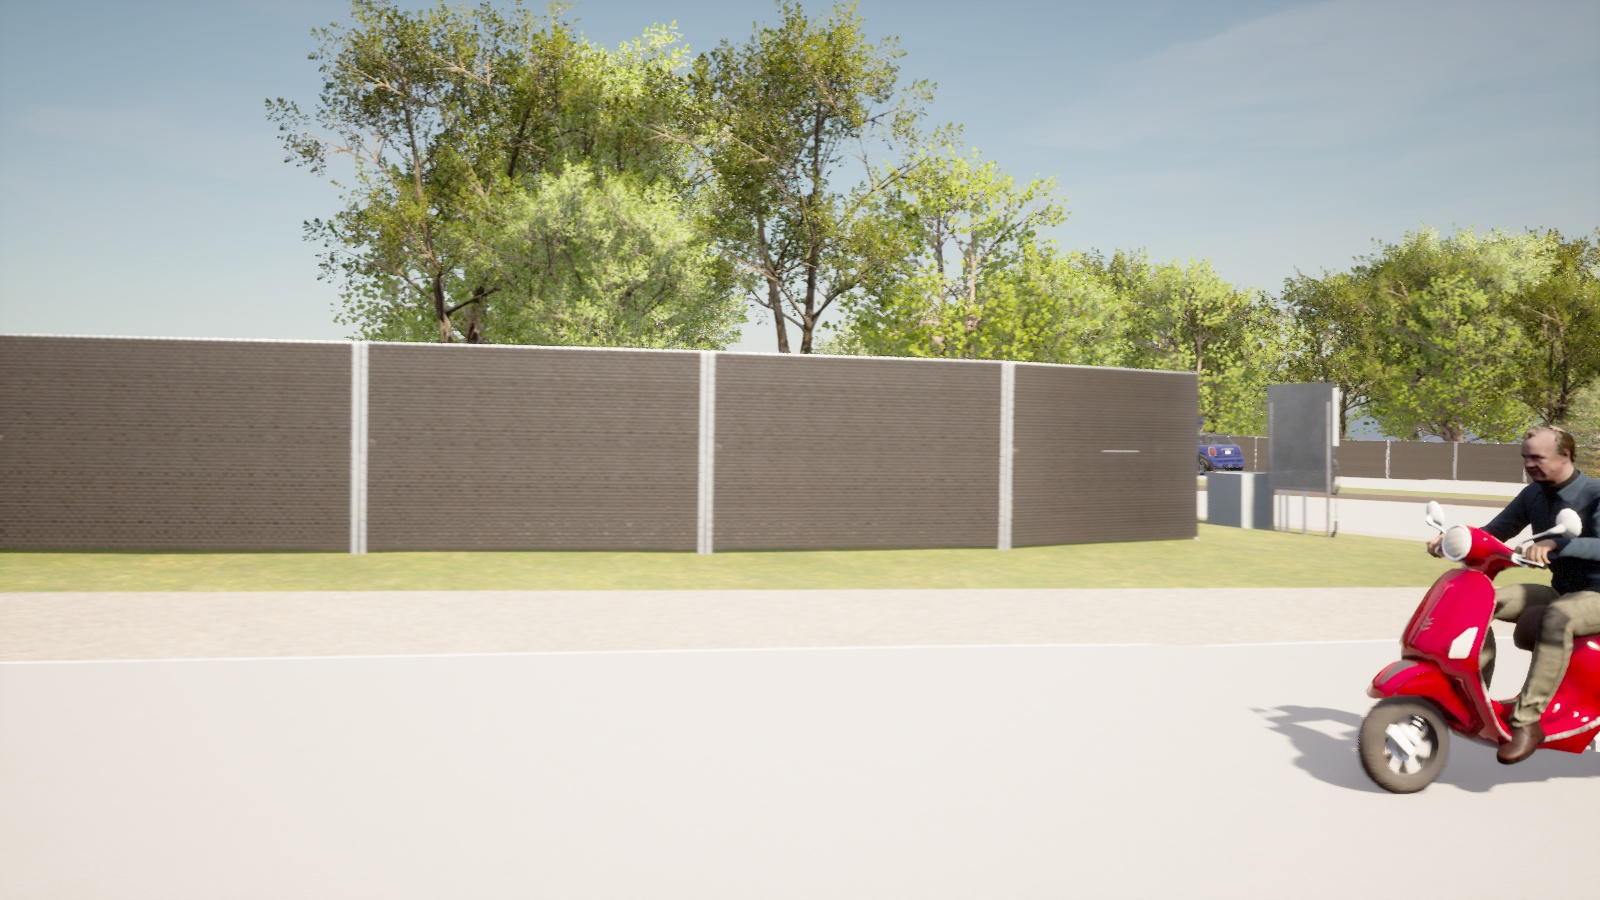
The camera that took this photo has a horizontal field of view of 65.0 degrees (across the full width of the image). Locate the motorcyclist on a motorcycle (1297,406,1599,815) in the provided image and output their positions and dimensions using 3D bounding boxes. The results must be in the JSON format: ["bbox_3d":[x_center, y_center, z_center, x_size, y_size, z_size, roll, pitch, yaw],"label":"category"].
[{"bbox_3d":[3.252,0.615,5.523,1.817,1.590,0.866,0,1,-15],"label":"motorcyclist on a motorcycle"}]

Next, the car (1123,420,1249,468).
[{"bbox_3d":[15.420,-0.244,50.345,2.097,1.767,4.553,-3,2,-31],"label":"car"}]
